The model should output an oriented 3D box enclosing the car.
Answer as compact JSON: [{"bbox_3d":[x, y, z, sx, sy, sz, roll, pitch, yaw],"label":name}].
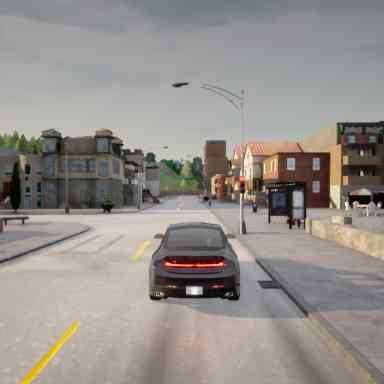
[{"bbox_3d":[0.068,1.505,8.337,1.837,1.490,4.892,0,0,1],"label":"car"}]
